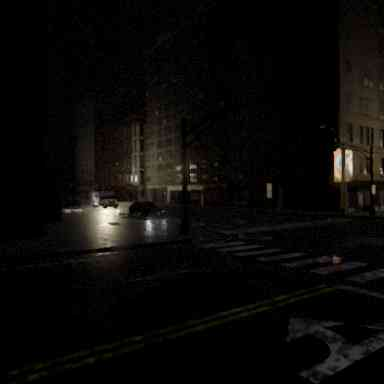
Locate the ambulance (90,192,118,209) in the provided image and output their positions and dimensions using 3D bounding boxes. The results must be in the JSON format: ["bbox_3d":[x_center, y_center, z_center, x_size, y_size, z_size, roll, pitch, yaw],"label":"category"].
[{"bbox_3d":[-12.861,1.172,48.645,2.351,2.431,6.366,-1,0,-36],"label":"ambulance"}]

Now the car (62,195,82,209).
[{"bbox_3d":[-18.846,1.427,51.339,2.150,2.045,5.566,-1,0,-35],"label":"car"}]

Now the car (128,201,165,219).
[{"bbox_3d":[-4.336,1.635,31.058,1.837,1.490,4.892,-1,0,-36],"label":"car"}]
